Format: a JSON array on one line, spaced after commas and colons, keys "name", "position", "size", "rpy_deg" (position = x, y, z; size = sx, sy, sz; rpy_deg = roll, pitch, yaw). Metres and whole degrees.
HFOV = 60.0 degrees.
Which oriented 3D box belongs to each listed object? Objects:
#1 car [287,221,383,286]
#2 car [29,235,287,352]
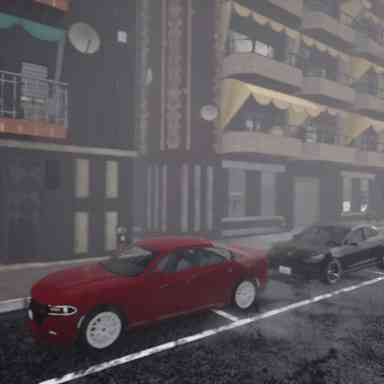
[{"name": "car", "position": [4.074, 1.551, 9.457], "size": [4.313, 1.339, 1.947], "rpy_deg": [0, 1, -36]}, {"name": "car", "position": [-0.524, 1.539, 6.173], "size": [4.507, 1.381, 1.887], "rpy_deg": [0, 1, -36]}]
